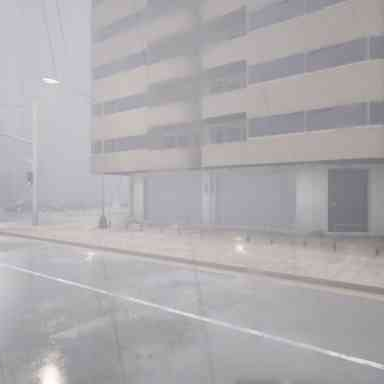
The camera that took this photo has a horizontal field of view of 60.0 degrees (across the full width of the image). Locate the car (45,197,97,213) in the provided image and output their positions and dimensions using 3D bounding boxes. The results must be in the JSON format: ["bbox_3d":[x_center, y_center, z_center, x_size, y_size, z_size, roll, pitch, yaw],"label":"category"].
[{"bbox_3d":[-13.765,1.505,38.056,1.837,1.490,4.892,0,0,37],"label":"car"}]

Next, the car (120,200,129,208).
[{"bbox_3d":[-7.763,1.478,46.151,1.882,1.535,5.008,0,0,37],"label":"car"}]

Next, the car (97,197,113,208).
[{"bbox_3d":[-12.965,1.503,45.012,1.837,1.490,4.892,0,0,37],"label":"car"}]

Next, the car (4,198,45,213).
[{"bbox_3d":[-18.479,1.505,37.577,1.837,1.490,4.892,0,0,37],"label":"car"}]
